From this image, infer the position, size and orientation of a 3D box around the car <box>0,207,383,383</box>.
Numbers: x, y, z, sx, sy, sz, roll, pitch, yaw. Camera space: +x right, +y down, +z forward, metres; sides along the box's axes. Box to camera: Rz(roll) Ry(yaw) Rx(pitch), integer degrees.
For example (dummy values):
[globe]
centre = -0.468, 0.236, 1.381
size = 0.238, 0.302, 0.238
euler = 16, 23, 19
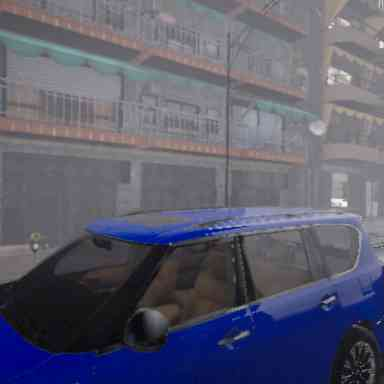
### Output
[car]
centre = -0.220, 1.220, 3.220
size = 5.566, 2.045, 2.150
euler = 0, 0, -36
